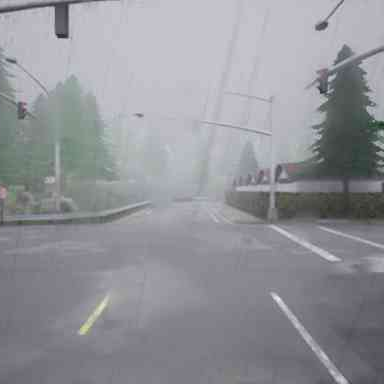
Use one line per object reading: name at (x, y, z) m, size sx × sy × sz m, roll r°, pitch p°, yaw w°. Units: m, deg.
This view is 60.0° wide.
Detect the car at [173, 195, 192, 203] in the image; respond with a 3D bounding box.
car at (-1.829, 1.236, 60.112) m, size 1.895 × 1.301 × 4.718 m, roll 0°, pitch 0°, yaw 29°

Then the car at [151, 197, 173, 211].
car at (-3.416, 1.311, 36.884) m, size 1.812 × 1.442 × 4.674 m, roll 0°, pitch 0°, yaw 0°
